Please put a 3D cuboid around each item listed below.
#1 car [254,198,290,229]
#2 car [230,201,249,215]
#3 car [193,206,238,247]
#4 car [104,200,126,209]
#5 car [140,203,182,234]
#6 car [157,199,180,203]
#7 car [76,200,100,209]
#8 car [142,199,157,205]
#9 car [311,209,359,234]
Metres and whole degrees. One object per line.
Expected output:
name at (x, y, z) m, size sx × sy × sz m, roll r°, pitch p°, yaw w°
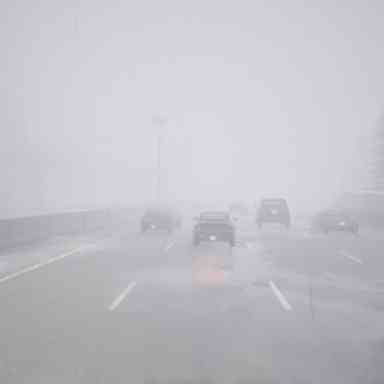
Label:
car at (5.768, 1.450, 24.091) m, size 2.150 × 2.045 × 5.566 m, roll 0°, pitch -1°, yaw 10°
car at (5.489, 1.860, 38.862) m, size 1.837 × 1.490 × 4.892 m, roll 0°, pitch -1°, yaw 15°
car at (1.121, 1.648, 16.001) m, size 1.837 × 1.490 × 4.892 m, roll 0°, pitch -1°, yaw 6°
car at (-12.255, 1.943, 53.298) m, size 1.812 × 1.442 × 4.674 m, roll 0°, pitch -1°, yaw 18°
car at (-1.809, 1.678, 20.698) m, size 1.837 × 1.490 × 4.892 m, roll 0°, pitch -1°, yaw 8°
car at (-3.592, 1.982, 56.849) m, size 1.837 × 1.490 × 4.892 m, roll 0°, pitch 0°, yaw 21°
car at (-16.265, 1.958, 52.297) m, size 1.994 × 1.385 × 4.181 m, roll 0°, pitch 0°, yaw 18°
car at (-6.905, 1.980, 57.986) m, size 1.837 × 1.490 × 4.892 m, roll 0°, pitch 0°, yaw 20°
car at (8.817, 1.776, 20.872) m, size 1.994 × 1.385 × 4.181 m, roll 0°, pitch 0°, yaw 8°
